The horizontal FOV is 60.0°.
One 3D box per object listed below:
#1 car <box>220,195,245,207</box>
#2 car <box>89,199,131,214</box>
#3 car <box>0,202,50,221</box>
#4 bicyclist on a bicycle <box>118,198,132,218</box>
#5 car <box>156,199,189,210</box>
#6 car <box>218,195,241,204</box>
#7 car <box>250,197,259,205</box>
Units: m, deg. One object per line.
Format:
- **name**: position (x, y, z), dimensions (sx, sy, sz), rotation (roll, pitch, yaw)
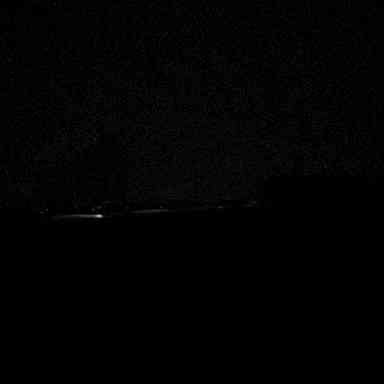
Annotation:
- **car**: position (6.238, 1.407, 50.354), dimensions (1.882, 1.535, 5.008), rotation (-1, -1, 36)
- **car**: position (-8.417, 1.497, 34.596), dimensions (1.812, 1.442, 4.674), rotation (-1, -1, 35)
- **car**: position (-14.144, 1.540, 26.418), dimensions (2.033, 1.411, 5.357), rotation (-1, -1, 34)
- **bicyclist on a bicycle**: position (-5.675, 1.351, 28.099), dimensions (1.656, 1.620, 0.582), rotation (0, 0, 35)
- **car**: position (-2.518, 1.559, 42.946), dimensions (1.895, 1.301, 4.718), rotation (-1, -1, 35)
- **car**: position (6.330, 1.175, 55.366), dimensions (1.812, 1.442, 4.674), rotation (-1, -1, 35)
- **car**: position (11.933, 1.479, 58.536), dimensions (2.128, 1.511, 4.902), rotation (-1, -1, 35)
